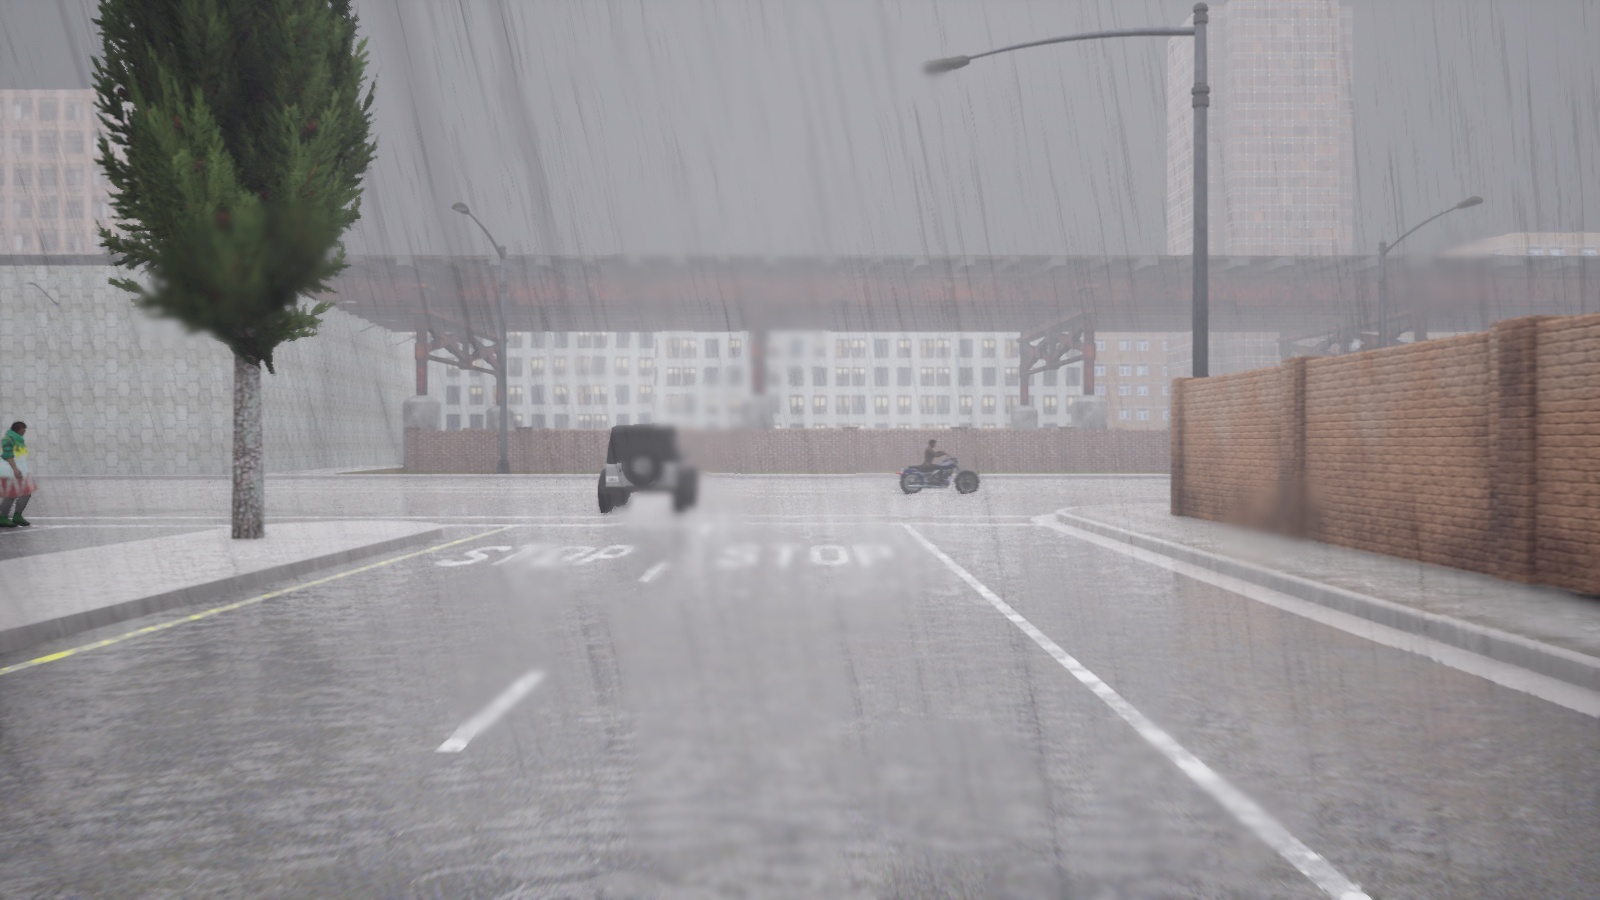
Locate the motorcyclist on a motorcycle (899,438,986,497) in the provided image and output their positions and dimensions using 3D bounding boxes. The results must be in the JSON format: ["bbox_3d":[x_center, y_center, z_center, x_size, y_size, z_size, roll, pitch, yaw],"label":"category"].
[{"bbox_3d":[4.102,0.496,36.212,2.350,1.649,0.766,0,1,-6],"label":"motorcyclist on a motorcycle"}]

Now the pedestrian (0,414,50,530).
[{"bbox_3d":[-13.443,0.366,21.480,0.873,1.952,0.659,0,0,-12],"label":"pedestrian"}]

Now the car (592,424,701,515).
[{"bbox_3d":[-3.315,0.383,27.789,1.905,1.878,3.866,0,0,1],"label":"car"}]
